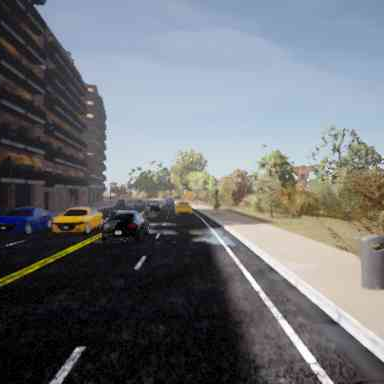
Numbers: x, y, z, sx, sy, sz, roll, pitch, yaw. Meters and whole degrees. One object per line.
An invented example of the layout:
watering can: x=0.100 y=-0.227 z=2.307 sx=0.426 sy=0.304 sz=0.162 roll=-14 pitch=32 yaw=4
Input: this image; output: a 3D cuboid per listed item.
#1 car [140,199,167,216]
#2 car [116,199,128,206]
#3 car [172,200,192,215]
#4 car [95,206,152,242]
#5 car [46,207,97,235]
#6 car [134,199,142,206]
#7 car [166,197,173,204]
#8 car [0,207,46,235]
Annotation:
car: x=-4.215 y=1.834 z=37.194 sx=2.128 sy=1.511 sz=4.902 roll=0 pitch=0 yaw=-3
car: x=-12.843 y=2.066 z=61.014 sx=1.837 sy=1.490 sz=4.892 roll=0 pitch=0 yaw=-6
car: x=-1.035 y=1.822 z=38.480 sx=1.882 sy=1.535 sz=5.008 roll=0 pitch=0 yaw=-3
car: x=-3.388 y=1.692 z=17.324 sx=1.812 sy=1.442 sz=4.674 roll=0 pitch=0 yaw=-1
car: x=-6.936 y=1.682 z=20.574 sx=1.882 sy=1.535 sz=5.008 roll=0 pitch=-1 yaw=-2
car: x=-9.613 y=2.088 z=61.396 sx=1.812 sy=1.442 sz=4.674 roll=0 pitch=0 yaw=-6
car: x=-5.696 y=2.062 z=81.881 sx=2.097 sy=1.767 sz=4.553 roll=0 pitch=0 yaw=-9
car: x=-10.182 y=1.687 z=20.348 sx=1.882 sy=1.535 sz=5.008 roll=0 pitch=-1 yaw=-2
